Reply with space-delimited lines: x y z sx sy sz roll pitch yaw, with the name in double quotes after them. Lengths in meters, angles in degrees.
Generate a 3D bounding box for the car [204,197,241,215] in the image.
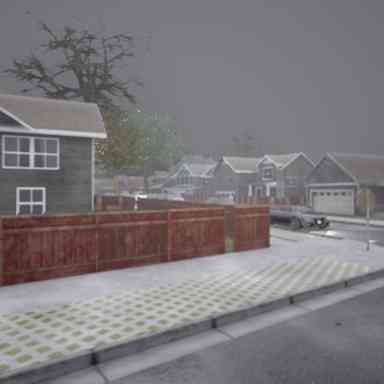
2.658 1.213 28.732 2.097 1.767 4.553 0 0 -25 "car"

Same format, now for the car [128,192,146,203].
-9.786 0.943 59.822 2.150 2.045 5.566 0 0 -30 "car"

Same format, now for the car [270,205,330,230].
6.282 1.472 20.236 1.994 1.385 4.181 0 0 -23 "car"

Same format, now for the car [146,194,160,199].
-5.003 1.363 51.148 1.895 1.301 4.718 0 0 -28 "car"

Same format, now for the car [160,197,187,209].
-1.664 1.337 38.078 1.812 1.442 4.674 0 0 -26 "car"
